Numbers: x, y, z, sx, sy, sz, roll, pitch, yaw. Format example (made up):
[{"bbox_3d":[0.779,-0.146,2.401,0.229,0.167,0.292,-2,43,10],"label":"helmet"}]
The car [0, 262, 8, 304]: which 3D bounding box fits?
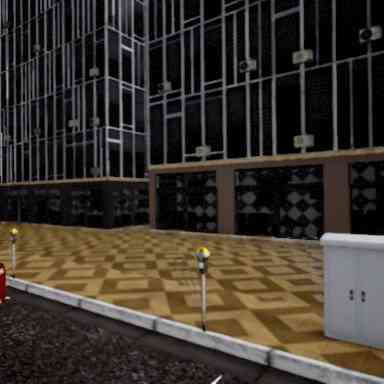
[{"bbox_3d":[-5.555,1.638,6.838,4.507,1.381,1.887,-1,-1,35],"label":"car"}]
